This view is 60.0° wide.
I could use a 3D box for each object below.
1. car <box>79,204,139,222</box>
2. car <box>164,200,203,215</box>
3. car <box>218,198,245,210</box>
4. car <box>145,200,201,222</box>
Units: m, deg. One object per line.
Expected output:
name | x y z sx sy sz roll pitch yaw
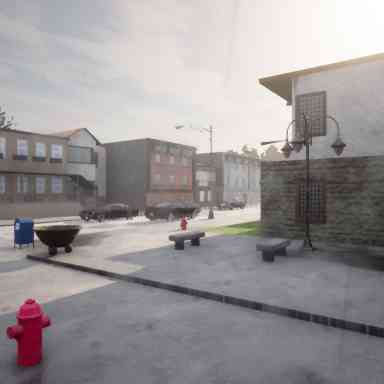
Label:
car | -6.550 1.610 26.472 1.895 1.301 4.718 0 0 35
car | -0.803 1.573 34.544 1.994 1.385 4.181 0 0 35
car | 5.124 1.501 42.829 2.128 1.511 4.902 0 0 36
car | -1.507 1.485 26.315 1.882 1.535 5.008 0 0 35
